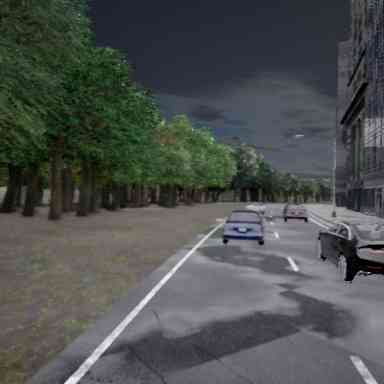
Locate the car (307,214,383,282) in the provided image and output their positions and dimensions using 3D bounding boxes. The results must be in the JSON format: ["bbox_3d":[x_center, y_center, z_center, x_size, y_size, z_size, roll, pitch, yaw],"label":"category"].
[{"bbox_3d":[5.037,1.599,9.878,2.128,1.511,4.902,1,0,9],"label":"car"}]

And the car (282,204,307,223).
[{"bbox_3d":[8.553,1.709,27.814,2.033,1.411,5.357,1,0,13],"label":"car"}]

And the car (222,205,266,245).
[{"bbox_3d":[2.522,1.583,16.005,2.033,1.411,5.357,1,0,11],"label":"car"}]

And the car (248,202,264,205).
[{"bbox_3d":[7.086,1.740,36.779,1.895,1.301,4.718,1,0,14],"label":"car"}]
